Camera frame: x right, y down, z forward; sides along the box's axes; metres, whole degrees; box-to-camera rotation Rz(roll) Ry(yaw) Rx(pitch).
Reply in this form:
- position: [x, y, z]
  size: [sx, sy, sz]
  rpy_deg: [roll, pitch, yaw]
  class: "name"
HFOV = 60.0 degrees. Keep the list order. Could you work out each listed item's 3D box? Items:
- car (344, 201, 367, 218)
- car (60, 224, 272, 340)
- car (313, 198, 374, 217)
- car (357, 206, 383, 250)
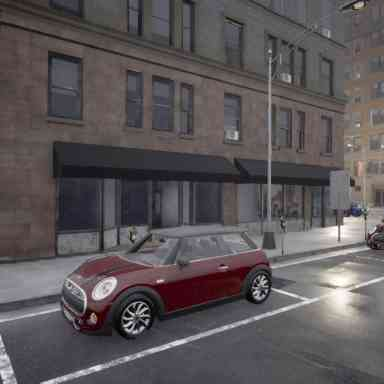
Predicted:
- position: [12.382, 1.123, 29.475]
  size: [2.150, 2.045, 5.566]
  rpy_deg: [1, 0, -36]
  class: "car"
- position: [-0.370, 1.441, 6.500]
  size: [4.097, 1.590, 1.967]
  rpy_deg: [0, 0, -36]
  class: "car"
- position: [14.511, 1.416, 32.070]
  size: [2.128, 1.511, 4.902]
  rpy_deg: [1, 0, -36]
  class: "car"
- position: [8.561, 1.445, 12.898]
  size: [4.097, 1.590, 1.967]
  rpy_deg: [0, 0, -36]
  class: "car"
